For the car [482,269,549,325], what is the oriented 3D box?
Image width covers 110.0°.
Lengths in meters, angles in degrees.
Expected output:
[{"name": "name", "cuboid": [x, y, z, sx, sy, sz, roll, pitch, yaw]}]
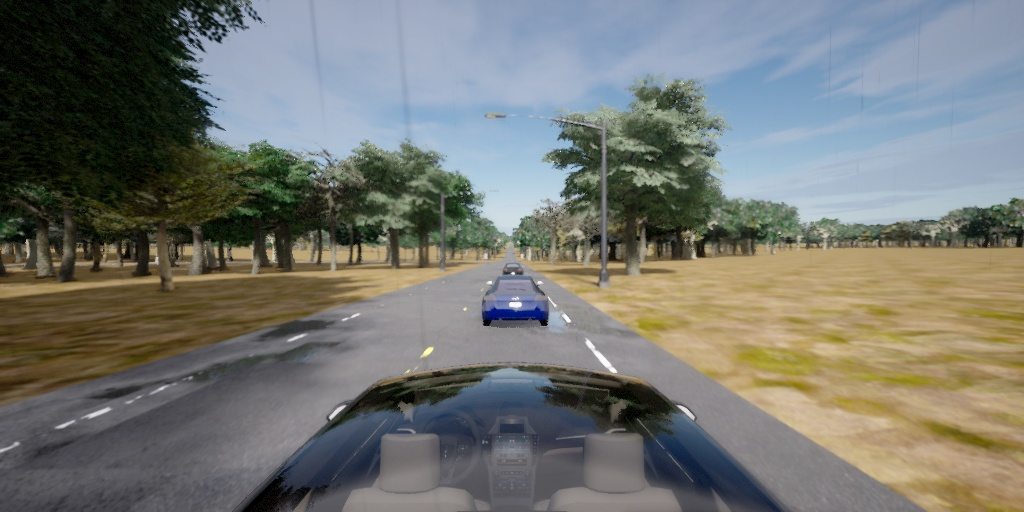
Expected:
[{"name": "car", "cuboid": [0.096, 1.312, 11.884, 1.994, 1.385, 4.181, 0, 0, 0]}]

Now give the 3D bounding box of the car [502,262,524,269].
[{"name": "car", "cuboid": [0.090, 1.290, 32.293, 1.812, 1.442, 4.674, 0, 0, 0]}]
